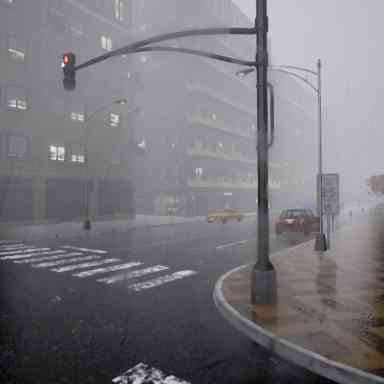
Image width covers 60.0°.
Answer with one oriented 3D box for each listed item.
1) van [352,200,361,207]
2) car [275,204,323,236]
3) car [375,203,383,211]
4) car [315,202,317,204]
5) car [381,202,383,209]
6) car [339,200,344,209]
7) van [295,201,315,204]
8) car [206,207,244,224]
[{"bbox_3d":[42.136,2.881,85.287,1.690,1.788,3.998,-2,-2,35],"label":"van"},{"bbox_3d":[6.655,1.750,20.447,1.967,1.590,4.097,-2,-2,35],"label":"car"},{"bbox_3d":[32.697,2.582,57.383,1.947,1.339,4.313,-2,-2,35],"label":"car"},{"bbox_3d":[19.388,2.360,52.937,1.967,1.590,4.097,-2,-2,35],"label":"car"},{"bbox_3d":[39.207,2.744,66.617,2.008,1.369,4.403,-2,-2,35],"label":"car"},{"bbox_3d":[29.152,2.500,66.793,2.192,1.841,5.009,-2,-2,35],"label":"car"},{"bbox_3d":[16.132,2.173,48.323,1.690,1.788,3.998,-2,-2,35],"label":"van"},{"bbox_3d":[3.016,2.001,29.709,1.752,1.417,4.829,-2,-2,35],"label":"car"}]
